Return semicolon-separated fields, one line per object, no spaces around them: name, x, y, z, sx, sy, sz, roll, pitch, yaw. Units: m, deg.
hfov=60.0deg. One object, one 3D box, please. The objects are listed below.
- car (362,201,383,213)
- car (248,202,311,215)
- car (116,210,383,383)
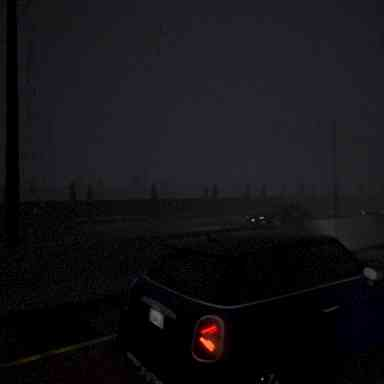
car;13.194;1.434;22.003;4.718;1.301;1.895;-1;0;-35
car;5.541;1.387;20.844;4.892;1.490;1.837;-1;0;-35
car;1.358;1.325;4.716;4.553;1.767;2.097;-1;0;-36
